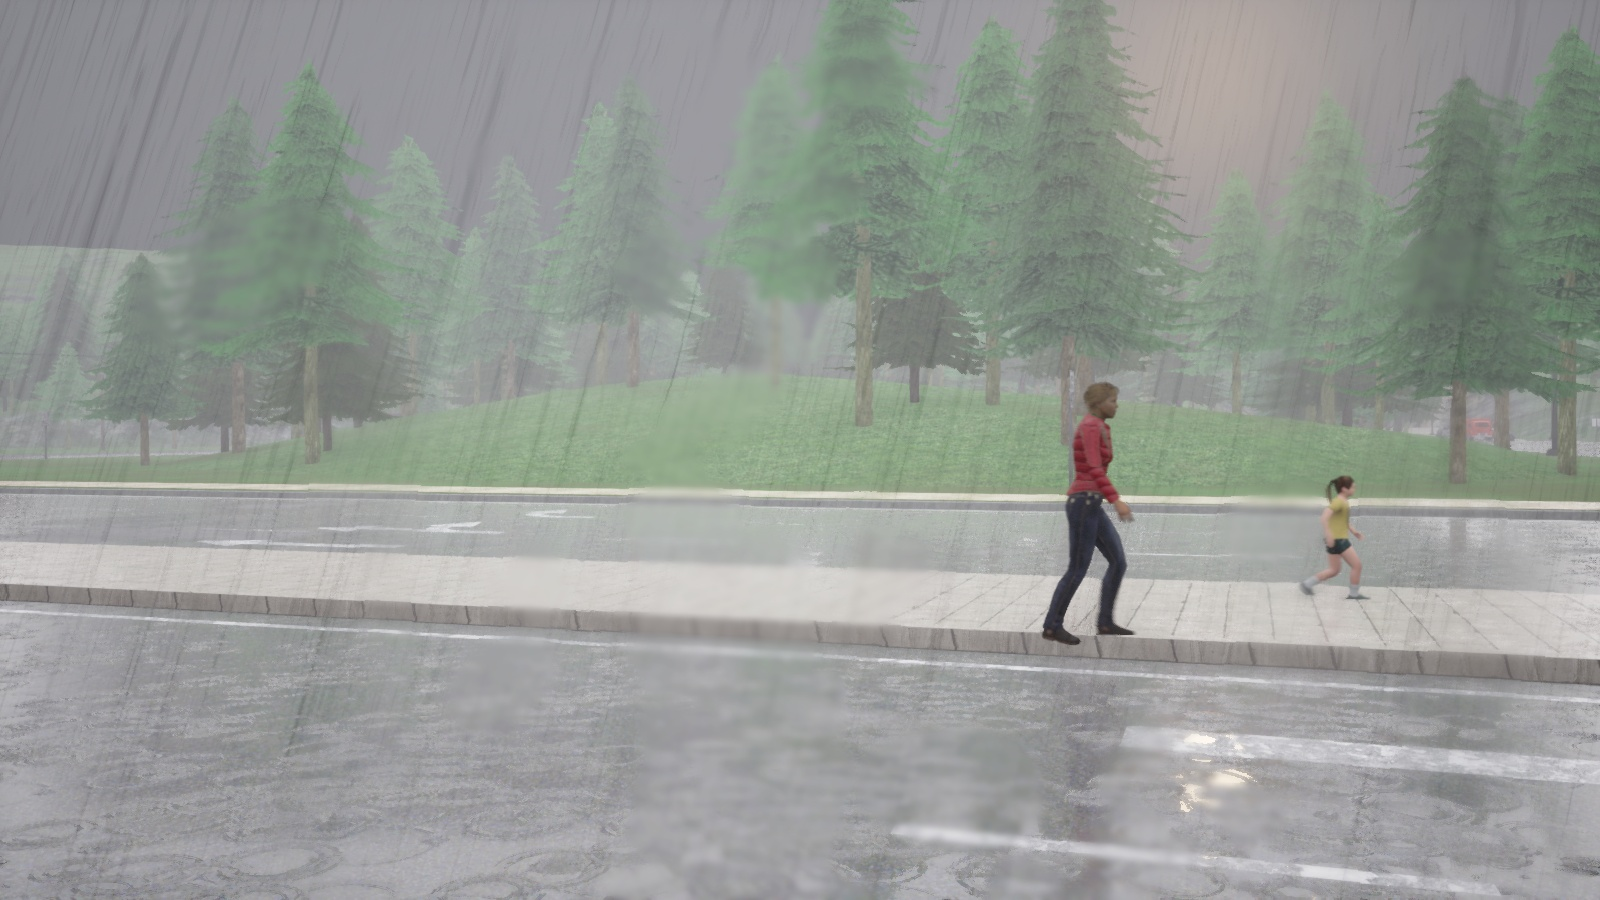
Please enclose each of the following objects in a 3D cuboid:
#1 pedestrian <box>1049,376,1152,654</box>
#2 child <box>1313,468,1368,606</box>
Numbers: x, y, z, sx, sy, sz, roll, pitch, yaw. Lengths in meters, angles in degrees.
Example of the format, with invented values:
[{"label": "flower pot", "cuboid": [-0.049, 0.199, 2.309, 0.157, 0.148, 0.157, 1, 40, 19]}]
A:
[{"label": "pedestrian", "cuboid": [2.057, 0.426, 8.592, 0.636, 1.846, 0.331, 1, 1, 19]}, {"label": "child", "cuboid": [4.488, 0.713, 10.439, 0.394, 1.110, 0.255, 1, 1, 19]}]
